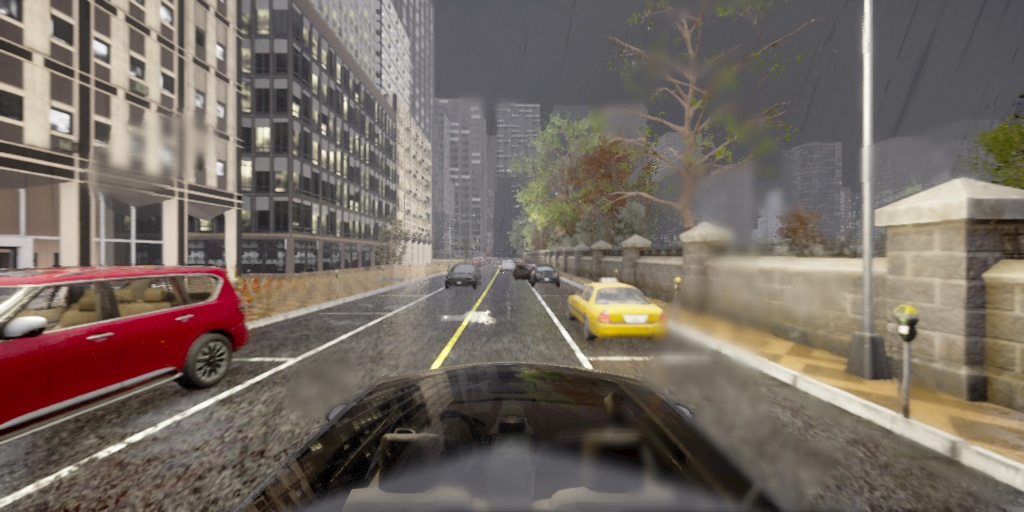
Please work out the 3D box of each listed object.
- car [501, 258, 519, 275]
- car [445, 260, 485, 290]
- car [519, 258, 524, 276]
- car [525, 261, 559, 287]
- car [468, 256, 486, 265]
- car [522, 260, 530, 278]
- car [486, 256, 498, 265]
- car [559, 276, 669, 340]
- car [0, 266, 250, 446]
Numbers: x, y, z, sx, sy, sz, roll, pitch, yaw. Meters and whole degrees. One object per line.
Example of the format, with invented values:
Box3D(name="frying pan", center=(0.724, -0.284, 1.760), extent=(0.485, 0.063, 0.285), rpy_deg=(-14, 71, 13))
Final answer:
Box3D(name="car", center=(-0.370, 1.234, 44.268), extent=(1.812, 1.442, 4.674), rpy_deg=(0, 0, 0))
Box3D(name="car", center=(-2.963, 1.211, 22.480), extent=(1.882, 1.535, 5.008), rpy_deg=(0, 0, -1))
Box3D(name="car", center=(2.189, 1.275, 42.871), extent=(1.948, 1.339, 4.313), rpy_deg=(0, 0, -1))
Box3D(name="car", center=(2.098, 1.256, 24.137), extent=(1.812, 1.442, 4.674), rpy_deg=(0, 0, -1))
Box3D(name="car", center=(-6.059, 1.006, 59.512), extent=(2.192, 1.841, 5.009), rpy_deg=(0, 0, -1))
Box3D(name="car", center=(2.264, 1.298, 37.322), extent=(1.802, 1.307, 4.207), rpy_deg=(0, 0, -1))
Box3D(name="car", center=(-3.397, 0.824, 63.137), extent=(1.812, 1.442, 4.674), rpy_deg=(0, 0, -1))
Box3D(name="car", center=(2.550, 1.269, 9.750), extent=(1.751, 1.417, 4.829), rpy_deg=(0, 0, 0))
Box3D(name="car", center=(-5.459, 1.065, 4.070), extent=(2.192, 1.841, 5.009), rpy_deg=(0, 0, 0))
